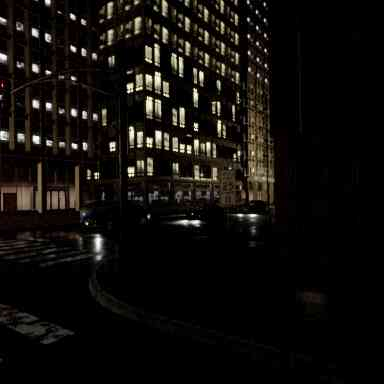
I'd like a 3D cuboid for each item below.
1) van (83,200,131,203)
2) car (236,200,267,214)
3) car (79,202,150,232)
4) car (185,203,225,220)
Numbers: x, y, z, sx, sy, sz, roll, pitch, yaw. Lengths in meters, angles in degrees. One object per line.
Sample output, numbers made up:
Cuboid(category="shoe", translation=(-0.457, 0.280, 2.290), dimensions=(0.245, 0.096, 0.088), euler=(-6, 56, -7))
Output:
Cuboid(category="van", translation=(-6.017, 1.460, 23.528), dimensions=(1.690, 1.788, 3.998), euler=(-2, -1, 36))
Cuboid(category="car", translation=(7.087, 1.631, 37.281), dimensions=(1.812, 1.442, 4.674), euler=(-1, -1, 36))
Cuboid(category="car", translation=(-4.676, 1.571, 20.993), dimensions=(1.837, 1.490, 4.892), euler=(-1, -1, 33))
Cuboid(category="car", translation=(1.187, 1.649, 29.095), dimensions=(1.994, 1.385, 4.181), euler=(-1, -1, 36))
